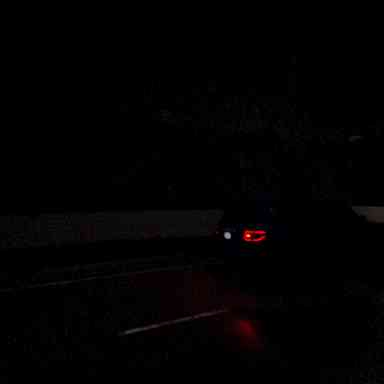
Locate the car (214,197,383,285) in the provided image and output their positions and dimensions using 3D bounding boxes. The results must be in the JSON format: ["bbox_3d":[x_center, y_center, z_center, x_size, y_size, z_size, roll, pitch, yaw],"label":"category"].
[{"bbox_3d":[3.302,1.172,9.430,5.566,2.045,2.150,0,0,-26],"label":"car"}]
